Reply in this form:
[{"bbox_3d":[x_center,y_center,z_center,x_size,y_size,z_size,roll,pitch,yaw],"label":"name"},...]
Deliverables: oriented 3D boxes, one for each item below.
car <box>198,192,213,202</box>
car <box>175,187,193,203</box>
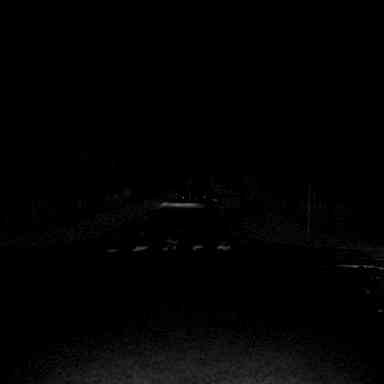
[{"bbox_3d":[1.834,0.633,45.646,1.994,1.385,4.181,0,2,5],"label":"car"},{"bbox_3d":[-1.013,0.307,45.238,2.150,2.045,5.566,0,2,2],"label":"car"}]
